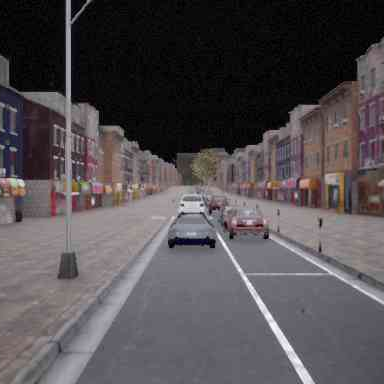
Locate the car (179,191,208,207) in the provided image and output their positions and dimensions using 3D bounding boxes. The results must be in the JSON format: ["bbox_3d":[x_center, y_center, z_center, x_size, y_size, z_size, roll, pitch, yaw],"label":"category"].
[{"bbox_3d":[0.000,1.219,29.676,2.150,2.045,5.566,0,0,0],"label":"car"}]

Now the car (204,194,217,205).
[{"bbox_3d":[3.015,1.212,55.050,1.882,1.535,5.008,0,1,0],"label":"car"}]

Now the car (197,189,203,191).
[{"bbox_3d":[2.653,0.748,83.944,1.752,1.417,4.829,1,1,0],"label":"car"}]

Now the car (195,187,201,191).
[{"bbox_3d":[2.661,0.261,94.885,2.192,1.841,5.009,1,2,0],"label":"car"}]

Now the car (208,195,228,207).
[{"bbox_3d":[2.640,1.253,33.750,2.192,1.841,5.009,0,0,0],"label":"car"}]

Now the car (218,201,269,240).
[{"bbox_3d":[2.635,1.435,17.080,1.967,1.590,4.097,0,0,0],"label":"car"}]

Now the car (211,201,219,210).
[{"bbox_3d":[2.637,1.537,22.637,2.008,1.369,4.403,0,0,0],"label":"car"}]

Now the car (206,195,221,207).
[{"bbox_3d":[3.025,1.272,48.242,1.801,1.575,5.366,0,1,0],"label":"car"}]

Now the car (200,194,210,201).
[{"bbox_3d":[2.648,1.102,67.097,1.887,1.381,4.507,1,1,0],"label":"car"}]

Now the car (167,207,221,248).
[{"bbox_3d":[0.000,1.570,14.651,1.994,1.385,4.181,0,0,0],"label":"car"}]
